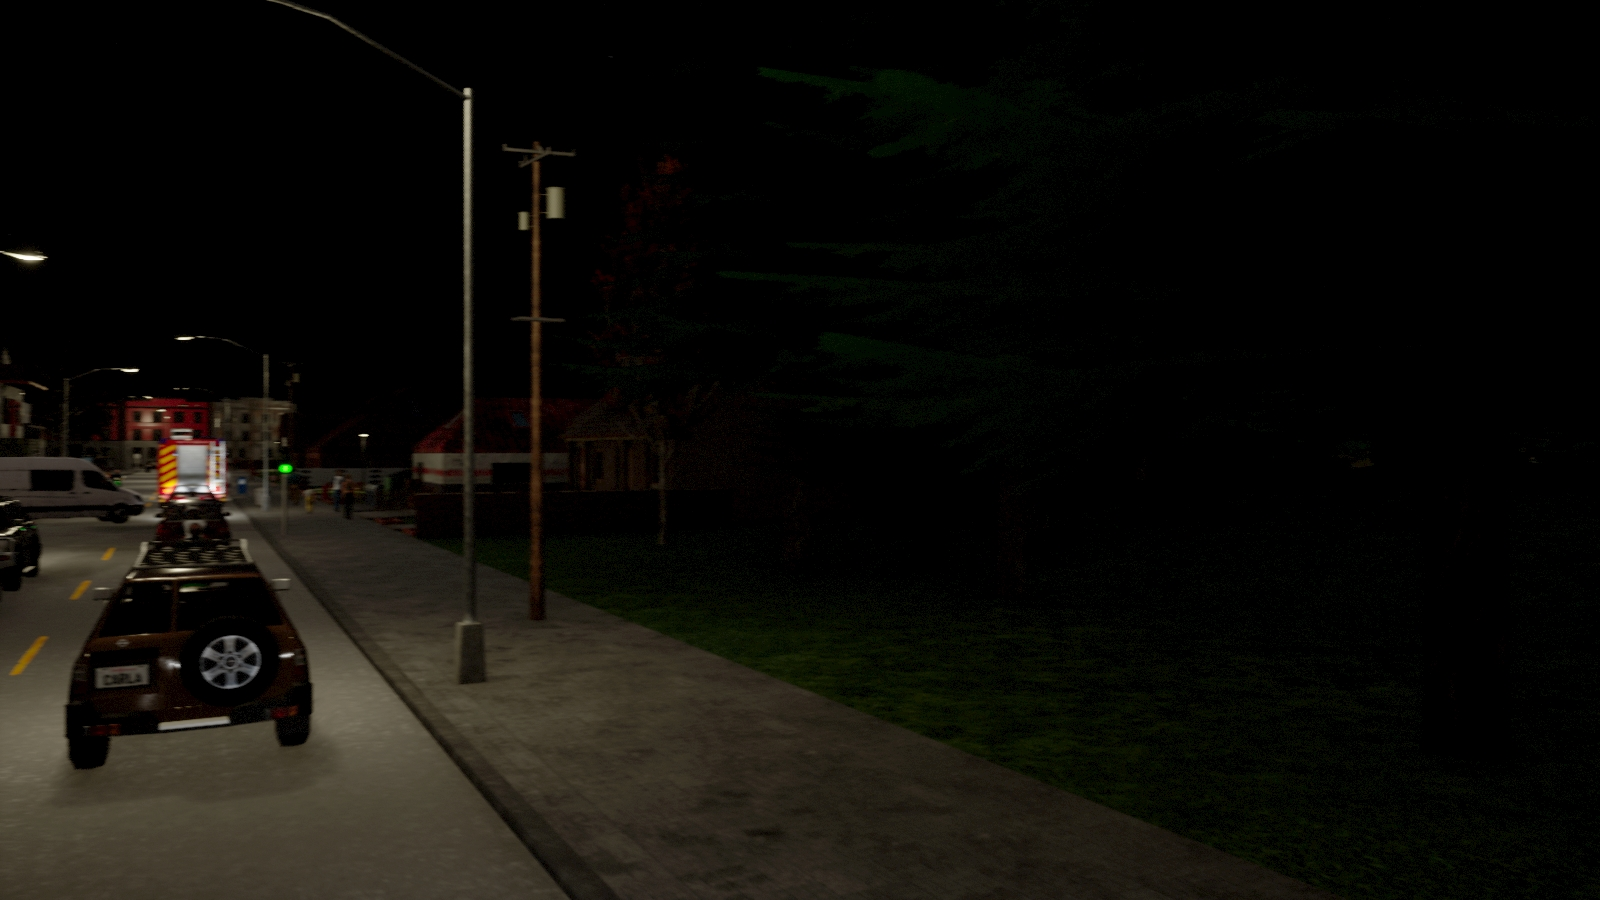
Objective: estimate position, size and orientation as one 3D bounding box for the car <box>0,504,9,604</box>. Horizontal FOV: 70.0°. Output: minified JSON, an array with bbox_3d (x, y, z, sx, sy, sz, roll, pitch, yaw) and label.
[{"bbox_3d":[-13.812,1.778,17.566,2.152,1.651,5.027,0,0,-28],"label":"car"}]

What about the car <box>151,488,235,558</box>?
[{"bbox_3d":[-15.642,1.813,29.462,1.789,1.549,3.705,0,0,-28],"label":"car"}]

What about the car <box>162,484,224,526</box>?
[{"bbox_3d":[-22.113,1.944,41.600,1.895,1.301,4.718,0,0,-28],"label":"car"}]

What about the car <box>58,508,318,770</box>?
[{"bbox_3d":[-6.182,1.646,11.671,1.932,1.855,4.605,0,0,-28],"label":"car"}]

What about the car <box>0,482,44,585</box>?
[{"bbox_3d":[-17.008,1.651,23.554,1.932,1.855,4.605,0,0,-28],"label":"car"}]

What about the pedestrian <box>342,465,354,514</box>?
[{"bbox_3d":[-17.494,1.533,44.239,0.375,1.860,0.375,0,0,-30],"label":"pedestrian"}]
